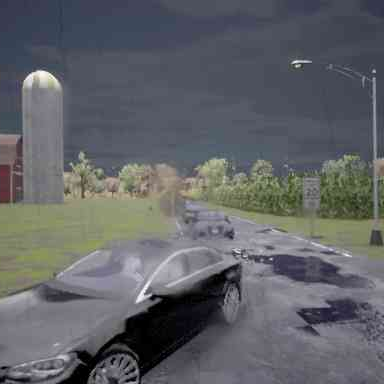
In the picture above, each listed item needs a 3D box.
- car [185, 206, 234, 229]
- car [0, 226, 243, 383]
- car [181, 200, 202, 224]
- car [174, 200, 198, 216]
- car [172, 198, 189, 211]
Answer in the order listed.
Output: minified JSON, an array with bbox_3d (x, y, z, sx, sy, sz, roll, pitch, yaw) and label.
[{"bbox_3d":[0.899,1.631,17.252,1.994,1.385,4.181,-1,0,-5],"label":"car"},{"bbox_3d":[-0.783,1.523,4.994,2.128,1.511,4.902,0,-1,30],"label":"car"},{"bbox_3d":[0.167,1.640,25.802,2.033,1.411,5.357,-1,0,-5],"label":"car"},{"bbox_3d":[-0.686,1.614,35.047,2.128,1.511,4.902,-1,0,-5],"label":"car"},{"bbox_3d":[-1.591,1.630,44.285,1.882,1.535,5.008,-1,0,-6],"label":"car"}]
